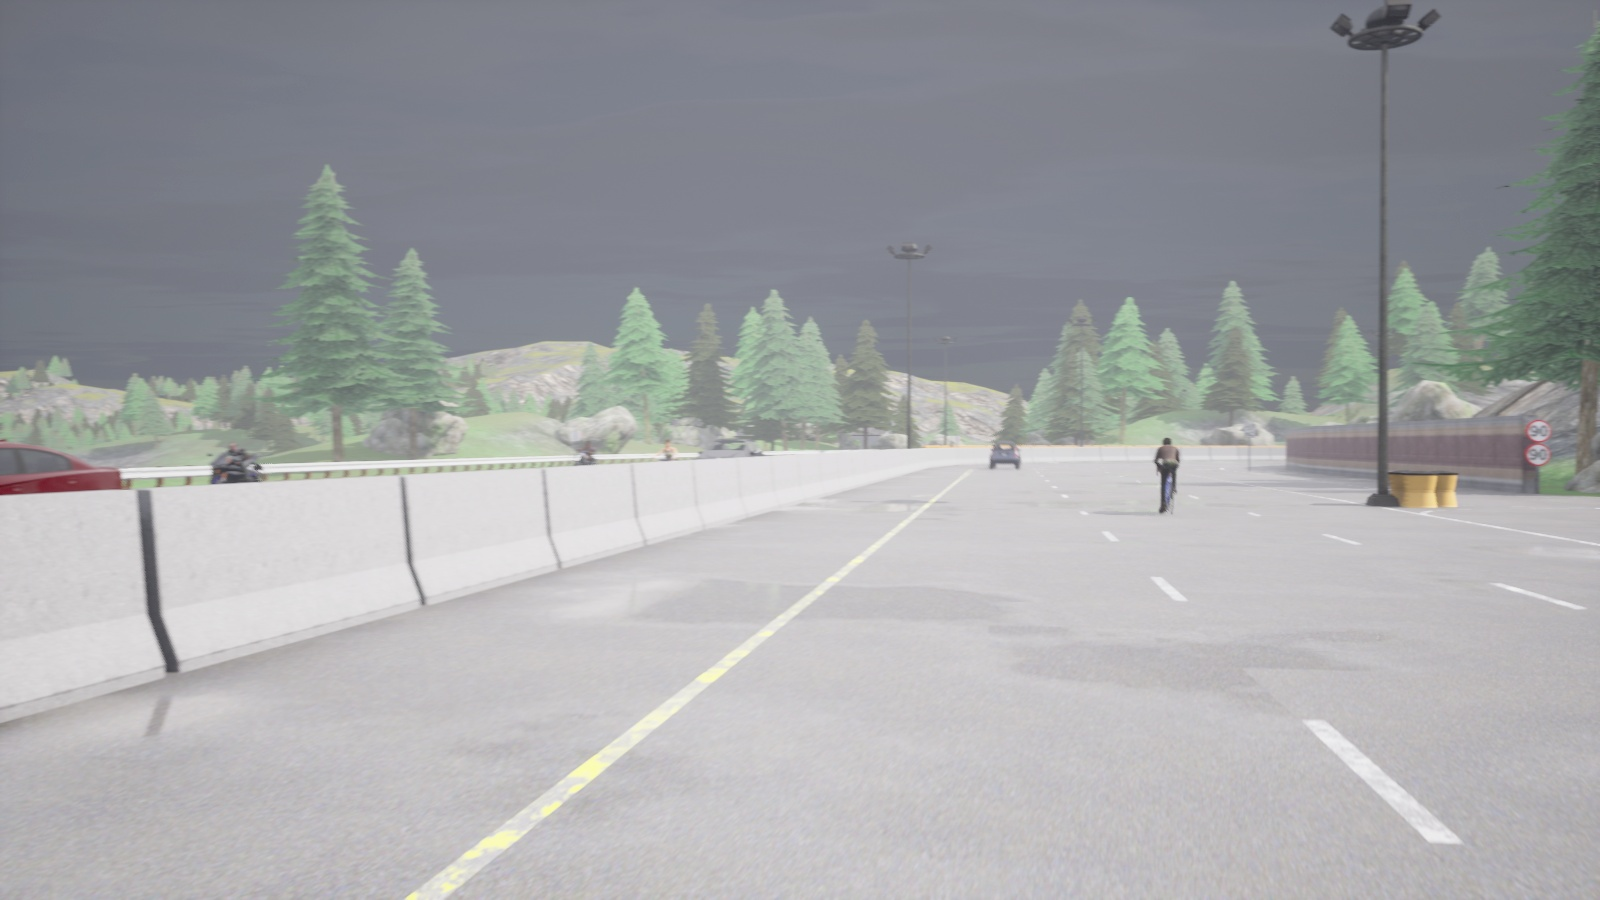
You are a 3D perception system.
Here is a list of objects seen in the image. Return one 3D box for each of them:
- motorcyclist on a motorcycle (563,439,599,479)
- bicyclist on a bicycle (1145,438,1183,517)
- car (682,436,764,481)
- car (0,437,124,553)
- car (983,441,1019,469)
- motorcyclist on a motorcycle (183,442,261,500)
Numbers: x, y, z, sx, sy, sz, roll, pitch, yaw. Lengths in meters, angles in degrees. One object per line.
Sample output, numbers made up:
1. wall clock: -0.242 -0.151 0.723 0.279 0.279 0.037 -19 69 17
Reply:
1. motorcyclist on a motorcycle: -9.295 0.366 53.320 0.766 1.649 2.350 0 1 9
2. bicyclist on a bicycle: 7.729 0.570 26.724 0.582 1.620 1.656 0 0 9
3. car: -2.919 0.304 48.842 2.242 1.667 4.611 0 0 9
4. car: -11.593 0.595 16.743 1.882 1.535 5.008 0 0 9
5. car: 11.844 0.259 73.834 1.851 1.617 3.988 0 0 12
6. motorcyclist on a motorcycle: -15.841 0.539 34.498 0.866 1.530 2.191 0 1 9
